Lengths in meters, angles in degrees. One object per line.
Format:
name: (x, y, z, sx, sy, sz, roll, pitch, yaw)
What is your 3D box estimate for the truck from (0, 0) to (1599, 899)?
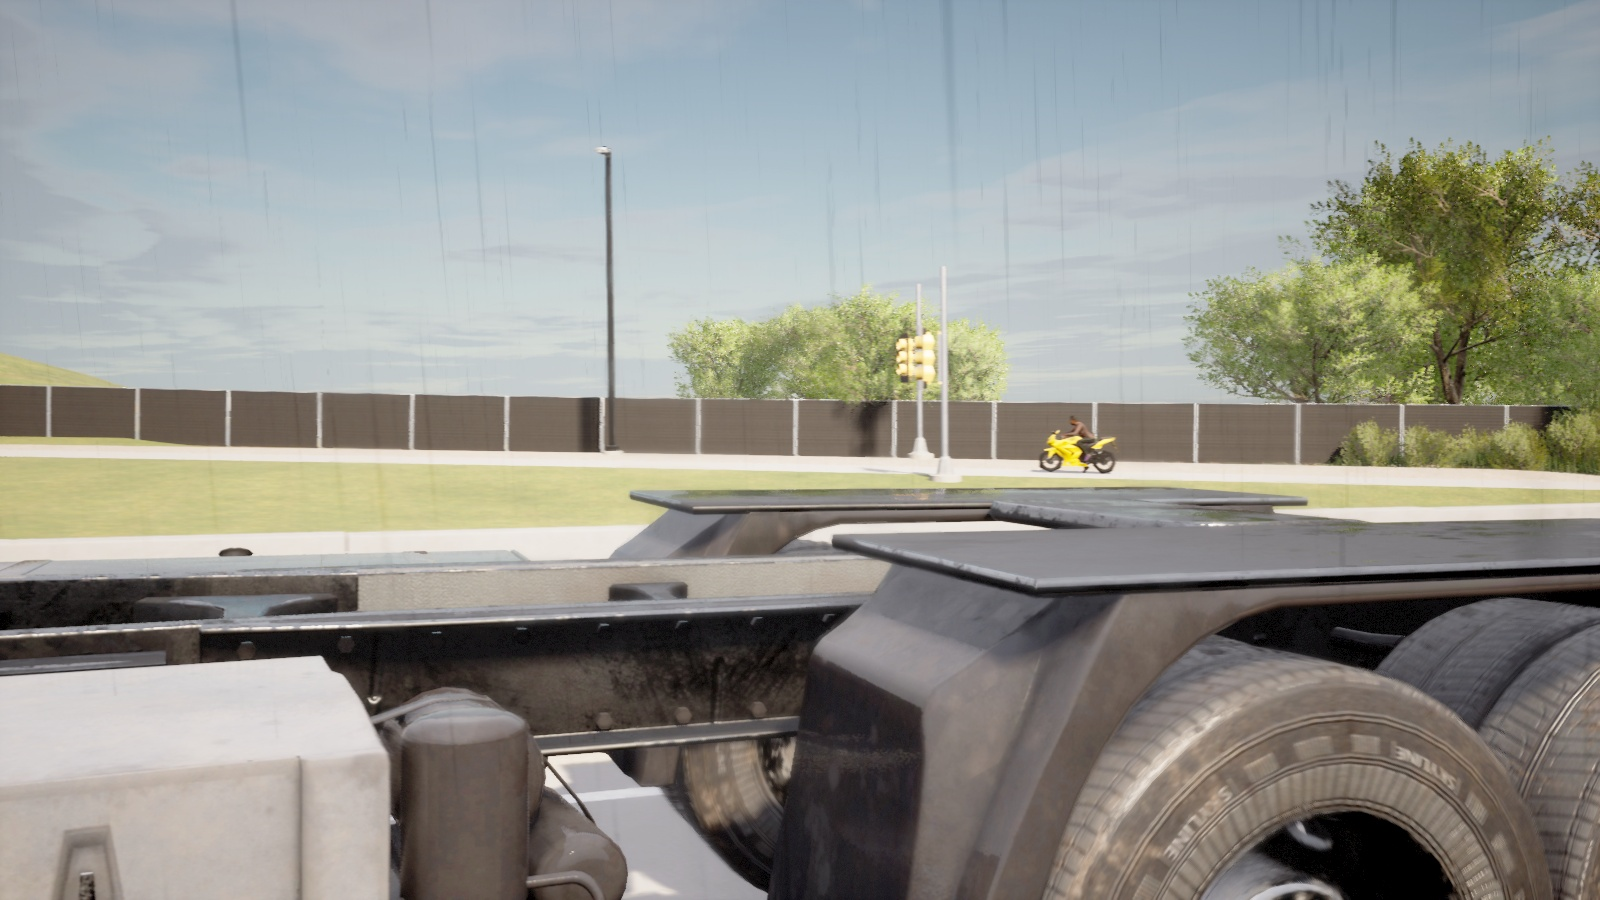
truck: (-1.028, -0.219, 2.837, 7.936, 3.462, 2.891, -1, 1, -21)

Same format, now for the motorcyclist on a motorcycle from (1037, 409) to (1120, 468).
motorcyclist on a motorcycle: (7.280, -0.306, 32.876, 2.044, 1.523, 0.797, 0, 2, 6)
